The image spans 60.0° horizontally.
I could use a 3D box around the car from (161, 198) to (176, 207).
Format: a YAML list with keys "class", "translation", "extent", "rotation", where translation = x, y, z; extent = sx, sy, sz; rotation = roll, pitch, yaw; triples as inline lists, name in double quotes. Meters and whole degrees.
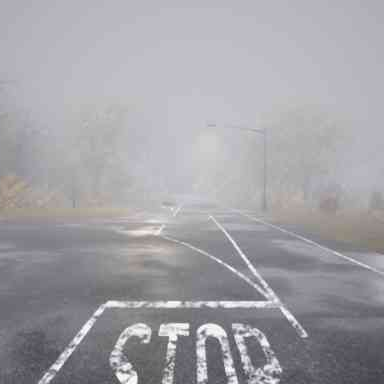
- class: "car"
  translation: [-3.580, 1.569, 51.473]
  extent: [1.994, 1.385, 4.181]
  rotation: [0, 0, -1]
